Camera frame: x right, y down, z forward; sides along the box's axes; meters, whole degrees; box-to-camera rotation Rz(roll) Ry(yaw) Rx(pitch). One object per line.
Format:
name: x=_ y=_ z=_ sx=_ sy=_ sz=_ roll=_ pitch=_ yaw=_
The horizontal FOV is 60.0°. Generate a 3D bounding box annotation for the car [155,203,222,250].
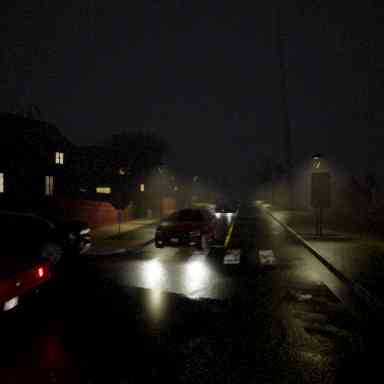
car: x=-0.096 y=1.472 z=14.564 sx=1.882 sy=1.535 sz=5.008 roll=0 pitch=0 yaw=13

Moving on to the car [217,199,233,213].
car: x=3.605 y=1.517 z=36.854 sx=2.033 sy=1.411 sz=5.357 roll=0 pitch=0 yaw=9

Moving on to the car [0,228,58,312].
car: x=-4.962 y=1.320 z=5.378 sx=4.718 sy=1.301 sz=1.895 roll=3 pitch=1 yaw=7

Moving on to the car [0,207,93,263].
car: x=-5.396 y=1.179 z=9.549 sx=4.902 sy=1.511 sz=2.128 roll=4 pitch=0 yaw=-13
